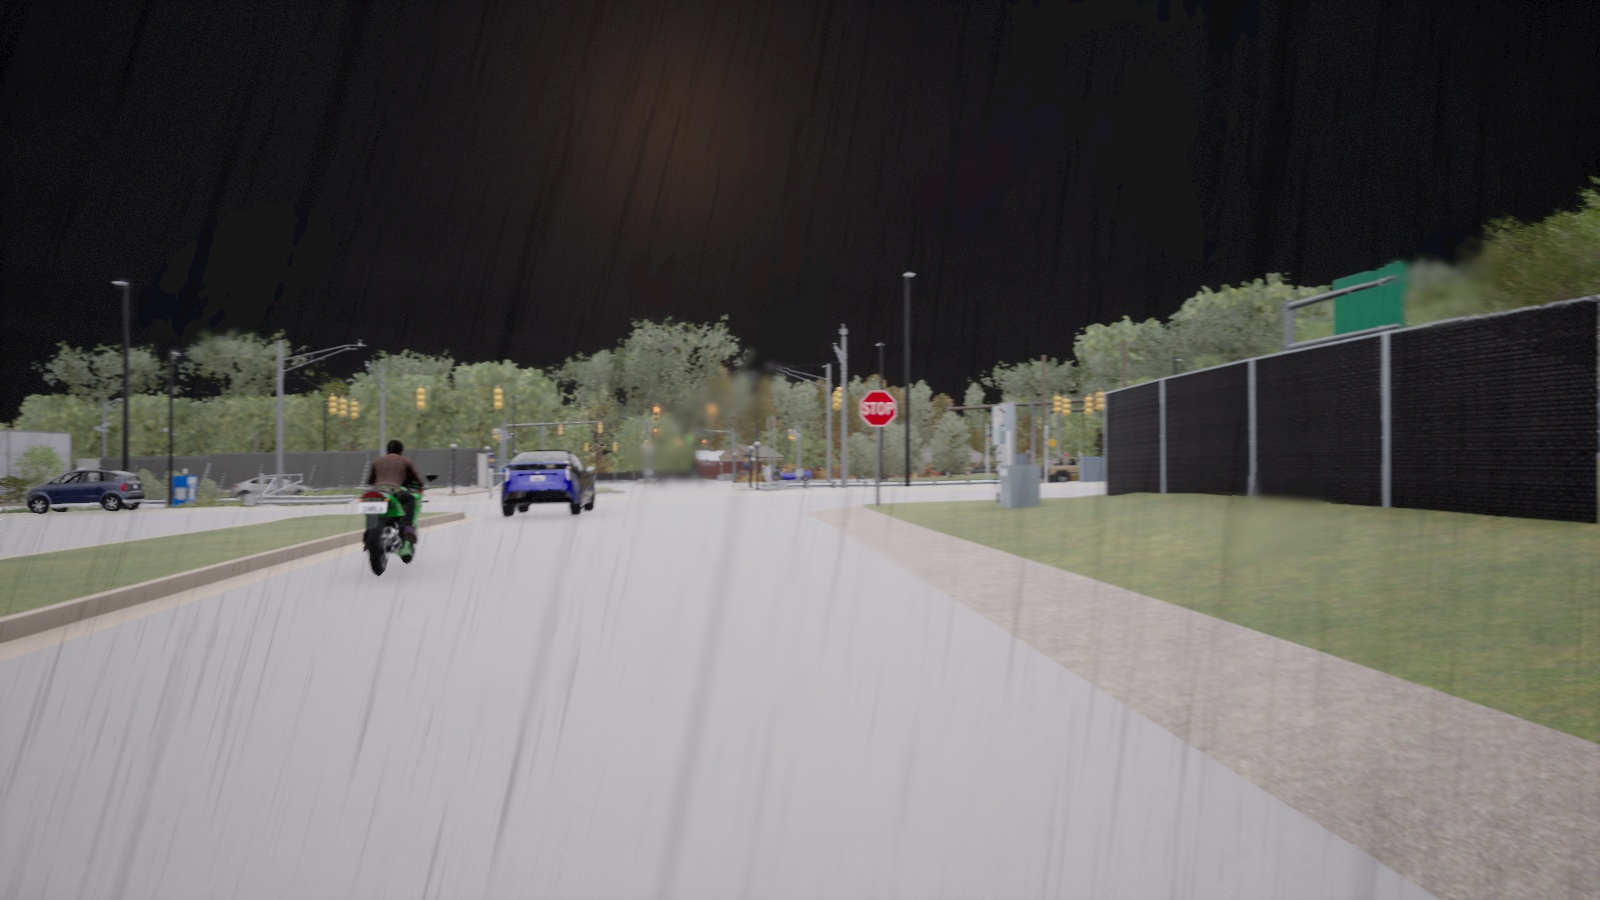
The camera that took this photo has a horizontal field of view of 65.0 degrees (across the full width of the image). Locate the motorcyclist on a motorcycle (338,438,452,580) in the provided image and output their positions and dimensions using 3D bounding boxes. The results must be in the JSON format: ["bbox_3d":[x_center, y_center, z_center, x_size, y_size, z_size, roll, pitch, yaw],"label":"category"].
[{"bbox_3d":[-4.661,0.633,14.591,0.797,1.523,2.044,-1,0,-5],"label":"motorcyclist on a motorcycle"}]

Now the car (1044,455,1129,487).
[{"bbox_3d":[17.481,1.275,76.703,4.605,1.855,1.932,-1,0,-5],"label":"car"}]

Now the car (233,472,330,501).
[{"bbox_3d":[-31.599,2.230,76.609,5.027,1.651,2.152,-1,0,-6],"label":"car"}]

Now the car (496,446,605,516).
[{"bbox_3d":[-5.900,0.725,30.160,2.007,1.525,4.514,-1,-1,-4],"label":"car"}]

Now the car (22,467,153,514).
[{"bbox_3d":[-25.890,1.463,45.723,3.705,1.549,1.789,-2,0,-4],"label":"car"}]
